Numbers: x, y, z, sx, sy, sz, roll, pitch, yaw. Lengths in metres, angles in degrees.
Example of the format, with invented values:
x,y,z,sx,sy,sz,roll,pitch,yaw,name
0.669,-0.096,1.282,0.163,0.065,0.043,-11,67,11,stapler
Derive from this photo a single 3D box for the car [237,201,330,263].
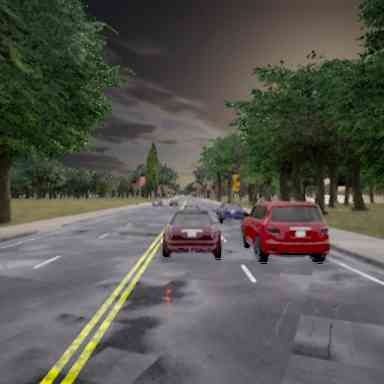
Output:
x,y,z,sx,sy,sz,roll,pitch,yaw,name
3.252,1.352,12.606,2.150,2.045,5.566,0,0,0,car

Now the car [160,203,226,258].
x,y,z,sx,sy,sz,roll,pitch,yaw,name
0.012,1.486,13.439,2.097,1.767,4.553,0,-1,0,car

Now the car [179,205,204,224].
x,y,z,sx,sy,sz,roll,pitch,yaw,name
-0.017,1.848,28.541,1.994,1.385,4.181,0,0,0,car

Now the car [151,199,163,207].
x,y,z,sx,sy,sz,roll,pitch,yaw,name
-6.733,2.133,64.527,2.128,1.511,4.902,0,-1,0,car

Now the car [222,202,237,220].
x,y,z,sx,sy,sz,roll,pitch,yaw,name
3.232,1.634,28.452,2.097,1.767,4.553,0,-1,0,car

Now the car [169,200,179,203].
x,y,z,sx,sy,sz,roll,pitch,yaw,name
-3.474,2.184,64.554,2.033,1.411,5.357,0,-1,0,car
